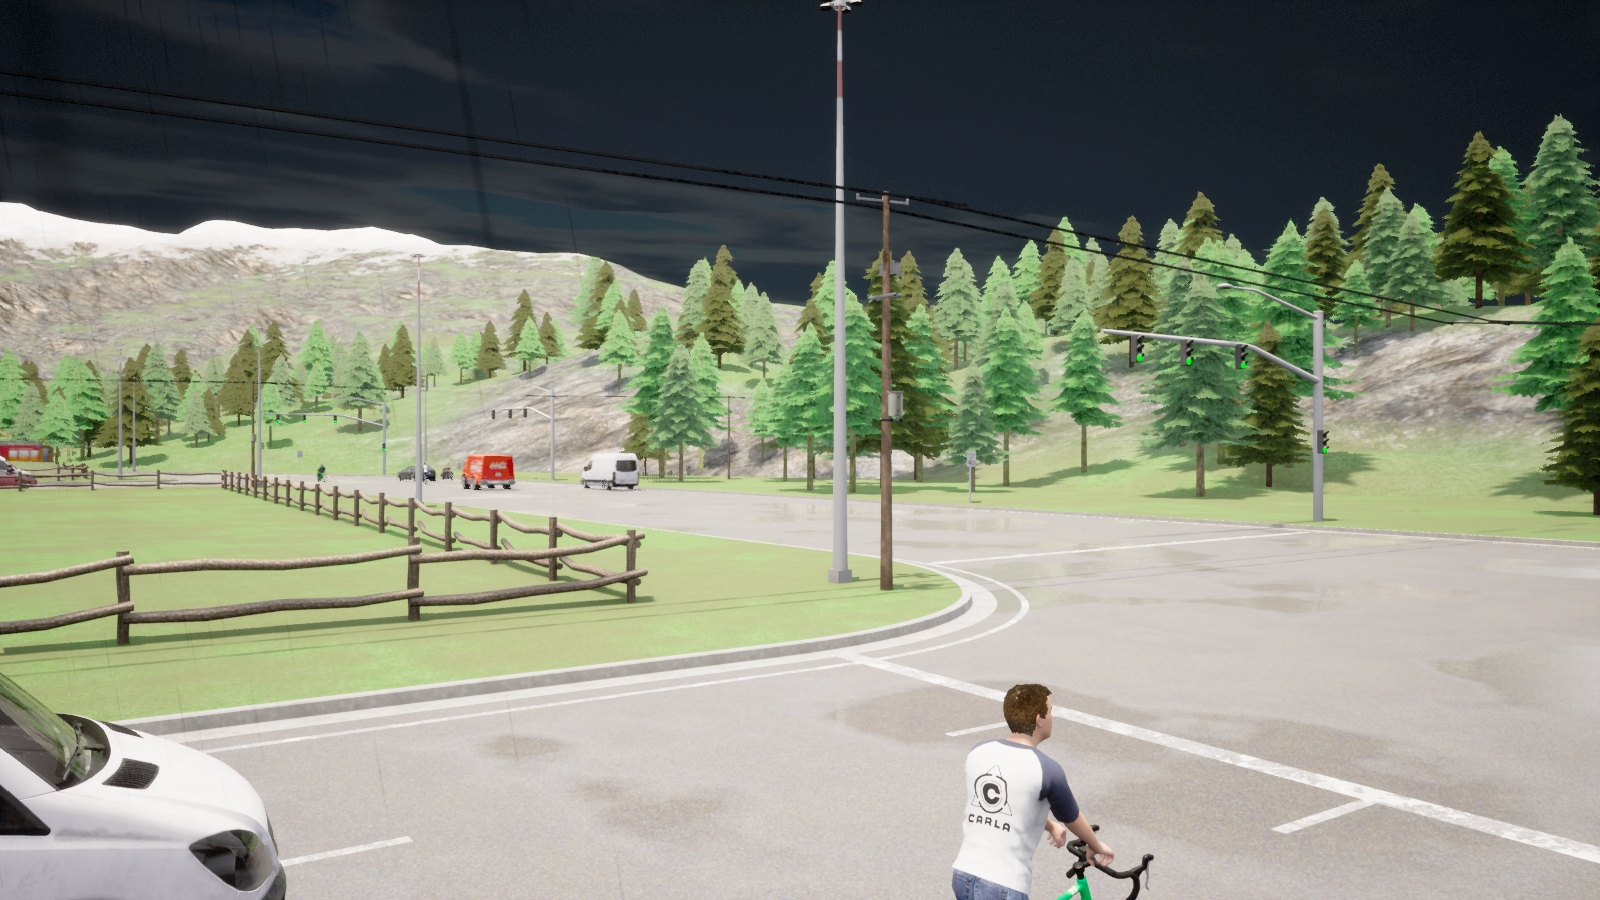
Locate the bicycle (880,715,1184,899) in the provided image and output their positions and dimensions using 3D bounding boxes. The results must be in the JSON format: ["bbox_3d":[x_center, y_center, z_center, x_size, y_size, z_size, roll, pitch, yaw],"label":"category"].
[{"bbox_3d":[1.060,2.053,4.957,1.643,1.496,0.373,0,0,-41],"label":"bicycle"}]

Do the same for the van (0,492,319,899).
[{"bbox_3d":[-5.215,1.535,4.399,5.915,2.561,1.988,0,0,-35],"label":"van"}]
